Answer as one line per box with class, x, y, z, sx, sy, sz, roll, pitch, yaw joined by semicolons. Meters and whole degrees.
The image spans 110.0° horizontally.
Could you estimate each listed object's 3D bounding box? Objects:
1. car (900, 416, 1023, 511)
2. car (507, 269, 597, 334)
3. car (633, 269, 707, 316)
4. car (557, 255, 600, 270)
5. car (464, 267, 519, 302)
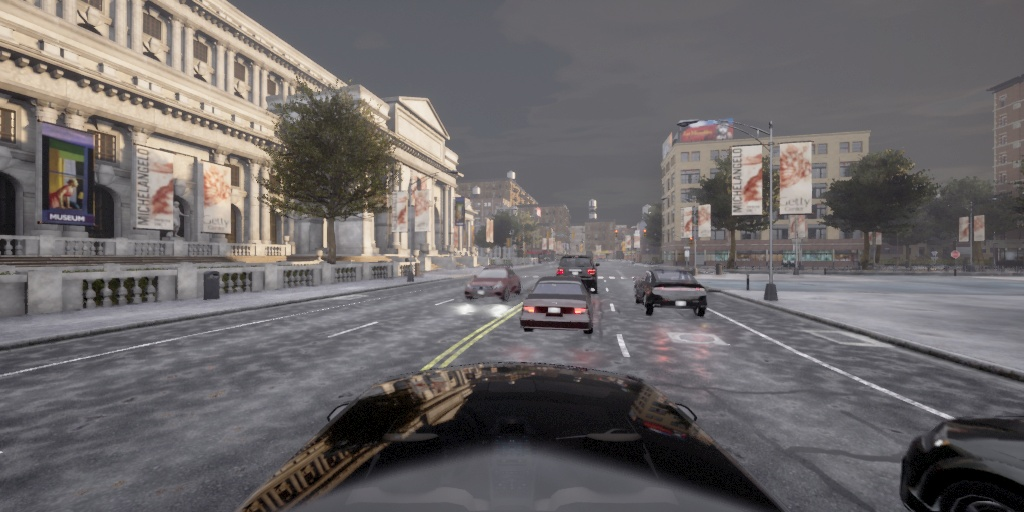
car;3.760;1.314;0.762;1.994;1.385;4.181;0;0;0
car;1.473;1.297;10.734;2.033;1.411;5.357;0;0;11
car;5.717;1.241;13.375;2.128;1.511;4.902;0;0;13
car;3.821;0.971;20.710;2.150;2.045;5.566;0;0;14
car;-0.751;1.275;17.333;1.812;1.442;4.674;0;0;14
